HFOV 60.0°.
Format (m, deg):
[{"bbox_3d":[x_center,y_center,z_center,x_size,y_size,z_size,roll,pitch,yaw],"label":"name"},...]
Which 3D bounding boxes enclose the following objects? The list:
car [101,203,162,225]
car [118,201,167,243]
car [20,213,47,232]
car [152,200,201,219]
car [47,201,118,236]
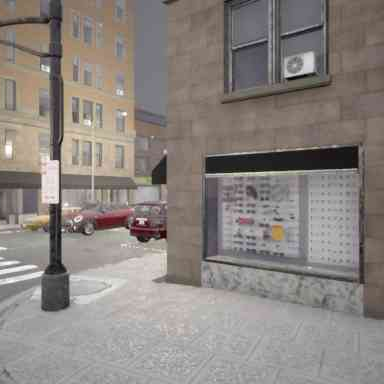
[{"bbox_3d":[-4.406,1.547,24.836,1.947,1.339,4.313,0,0,35],"label":"car"},{"bbox_3d":[-0.657,1.305,15.300,2.192,1.841,5.009,0,0,35],"label":"car"},{"bbox_3d":[-7.735,1.519,20.055,1.752,1.417,4.829,0,0,35],"label":"car"},{"bbox_3d":[-1.272,1.495,29.337,1.752,1.417,4.829,0,0,35],"label":"car"},{"bbox_3d":[-5.298,1.344,18.730,2.097,1.767,4.553,0,0,35],"label":"car"}]
